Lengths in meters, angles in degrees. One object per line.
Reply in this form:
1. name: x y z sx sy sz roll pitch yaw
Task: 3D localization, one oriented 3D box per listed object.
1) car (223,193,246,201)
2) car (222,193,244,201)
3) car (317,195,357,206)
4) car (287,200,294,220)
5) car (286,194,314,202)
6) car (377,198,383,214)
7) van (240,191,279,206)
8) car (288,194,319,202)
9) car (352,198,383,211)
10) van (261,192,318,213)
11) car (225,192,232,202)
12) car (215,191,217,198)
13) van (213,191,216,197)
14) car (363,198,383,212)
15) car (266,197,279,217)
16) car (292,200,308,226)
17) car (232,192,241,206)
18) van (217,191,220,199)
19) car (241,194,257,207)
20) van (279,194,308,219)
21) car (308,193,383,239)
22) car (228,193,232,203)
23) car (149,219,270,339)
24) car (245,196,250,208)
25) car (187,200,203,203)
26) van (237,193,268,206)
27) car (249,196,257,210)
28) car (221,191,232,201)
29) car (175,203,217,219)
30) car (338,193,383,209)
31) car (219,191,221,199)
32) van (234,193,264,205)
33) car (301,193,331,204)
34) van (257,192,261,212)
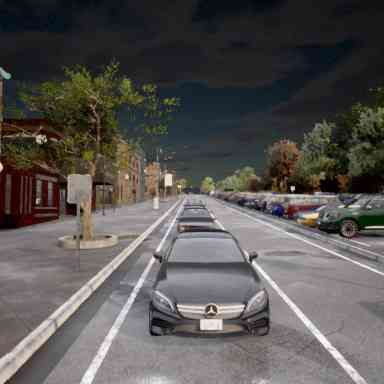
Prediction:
1. car: 8.892 1.039 70.275 4.553 1.767 2.185 0 1 0
2. car: 8.872 1.014 73.078 4.553 1.767 2.185 0 1 0
3. car: 22.318 1.332 51.280 5.366 1.575 1.946 0 1 0
4. car: 9.250 1.506 22.613 4.674 1.452 2.002 0 0 0
5. car: 22.025 1.188 67.934 4.892 1.521 2.231 0 1 0
6. car: 22.430 1.443 34.623 5.366 1.575 1.946 0 0 0
7. van: 9.211 1.163 45.049 4.442 1.987 1.878 0 0 0
8. car: 21.852 1.208 65.156 5.366 1.575 1.946 0 0 0
9. car: 22.236 1.451 40.177 4.792 1.488 2.163 0 0 0
10. van: 9.073 1.230 31.026 4.442 1.987 1.878 0 0 0
11. car: 8.977 1.279 61.867 4.674 1.452 2.002 0 1 0
12. car: 8.841 1.064 81.489 5.008 1.535 2.097 0 1 0
13. van: 8.673 0.764 89.895 4.442 1.987 1.878 0 1 0
14. car: 22.197 1.468 37.393 4.792 1.488 2.163 0 0 0
15. car: 9.204 1.460 28.220 5.008 1.535 2.097 0 0 0
16. car: 9.081 1.466 19.809 5.366 1.575 1.946 0 0 0
17. car: 9.047 1.113 47.848 5.566 2.045 2.435 0 1 0
18. van: 8.749 0.864 78.683 4.442 1.987 1.878 0 1 0
19. car: 9.120 1.408 42.242 4.892 1.521 2.231 0 0 0
20. van: 9.345 1.237 25.417 4.442 1.987 1.878 0 0 0
21. car: 9.257 1.220 17.006 5.566 2.045 2.435 0 0 0
22. car: 9.012 1.290 56.261 4.892 1.521 2.231 0 1 0
23. car: 0.255 1.524 6.803 1.812 1.442 4.674 0 0 0
24. car: 9.130 1.465 39.439 4.674 1.452 2.002 0 0 0
25. car: 0.228 1.442 29.830 2.128 1.511 4.902 0 0 0
26. van: 9.173 1.113 50.653 4.442 1.987 1.878 0 1 0
27. car: 9.181 1.469 36.632 4.792 1.488 2.163 0 0 0
28. car: 8.932 0.963 64.668 5.566 2.045 2.435 0 1 0
29. car: 0.198 1.532 17.382 2.033 1.411 5.357 0 0 0
30. car: 22.160 1.153 42.949 5.566 2.045 2.435 0 0 0
31. car: 8.914 0.938 67.471 5.566 2.045 2.435 0 1 0
32. van: 9.154 1.088 53.456 4.442 1.987 1.878 0 1 0
33. car: 22.106 1.135 59.606 4.553 1.767 2.185 0 1 0
34. van: 9.287 1.222 33.829 4.442 1.987 1.878 0 0 0
